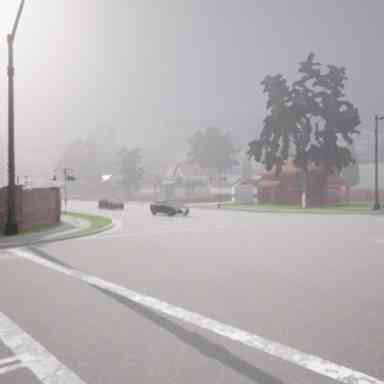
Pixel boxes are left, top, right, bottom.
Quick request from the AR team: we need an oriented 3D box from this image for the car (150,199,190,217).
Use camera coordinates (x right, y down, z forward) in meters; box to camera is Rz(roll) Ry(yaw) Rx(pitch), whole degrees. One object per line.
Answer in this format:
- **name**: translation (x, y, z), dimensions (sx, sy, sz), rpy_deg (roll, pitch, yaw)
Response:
- **car**: translation (-2.147, 1.455, 31.263), dimensions (2.128, 1.511, 4.902), rpy_deg (-1, 0, -37)

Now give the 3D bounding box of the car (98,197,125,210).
- **car**: translation (-10.222, 1.450, 42.015), dimensions (1.882, 1.535, 5.008), rpy_deg (-1, 0, -37)
